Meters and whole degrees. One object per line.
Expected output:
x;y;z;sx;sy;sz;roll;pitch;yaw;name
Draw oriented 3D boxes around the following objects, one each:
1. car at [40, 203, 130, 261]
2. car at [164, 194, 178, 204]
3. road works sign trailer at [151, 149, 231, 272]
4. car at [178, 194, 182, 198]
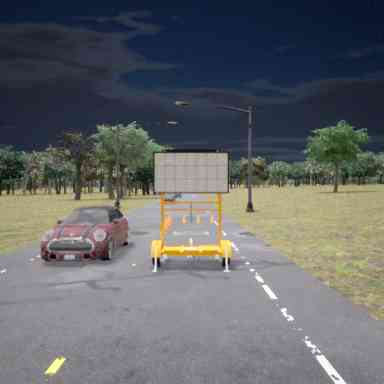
-3.629;1.329;12.083;2.097;1.767;4.553;0;0;0;car
-3.727;1.188;53.955;1.882;1.535;5.008;0;1;0;car
-0.026;0.445;10.692;2.380;3.560;2.880;0;0;0;road works sign trailer
-3.726;0.892;89.431;2.033;1.411;5.357;0;1;0;car
